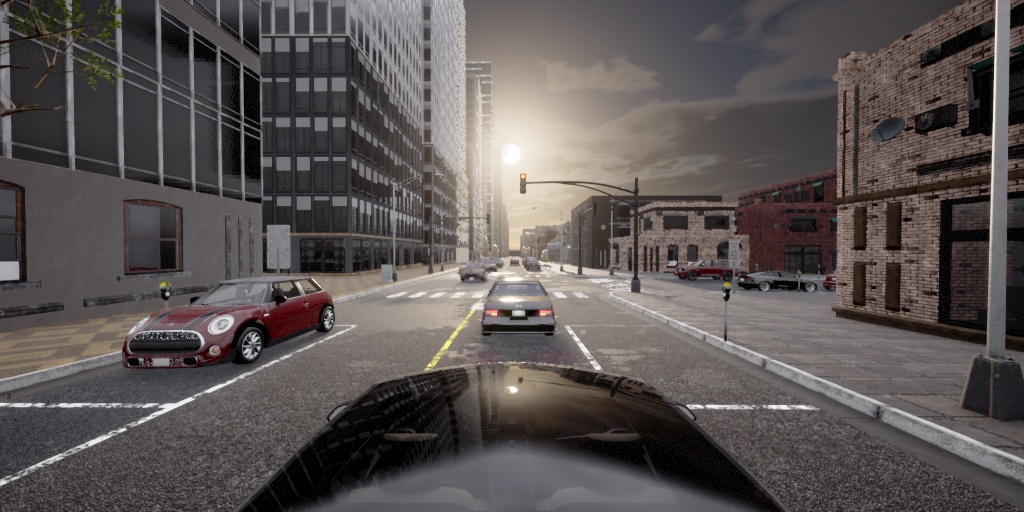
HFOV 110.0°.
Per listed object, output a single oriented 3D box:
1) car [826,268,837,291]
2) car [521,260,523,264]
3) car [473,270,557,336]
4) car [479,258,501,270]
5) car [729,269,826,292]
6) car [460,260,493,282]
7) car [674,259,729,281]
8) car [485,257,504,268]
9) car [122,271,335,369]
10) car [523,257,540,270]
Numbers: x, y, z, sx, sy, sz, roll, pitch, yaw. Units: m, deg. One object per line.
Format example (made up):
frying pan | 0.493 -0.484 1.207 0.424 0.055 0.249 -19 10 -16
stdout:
car | 22.097 1.473 22.403 4.097 1.591 1.967 0 0 1
car | 3.099 1.051 62.553 2.192 1.841 5.009 0 0 0
car | 0.158 1.295 10.350 2.033 1.411 5.357 0 0 0
car | -2.804 1.287 45.531 2.033 1.411 5.357 0 0 0
car | 16.550 1.546 22.512 4.313 1.339 1.948 0 0 1
car | -2.921 1.290 28.689 2.033 1.411 5.357 0 0 0
car | 16.713 1.164 30.889 5.009 1.841 2.192 0 0 1
car | -2.700 1.088 58.176 2.097 1.767 4.553 0 0 1
car | -5.654 1.188 7.786 1.967 1.591 4.097 0 0 0
car | 3.023 1.178 51.265 1.967 1.591 4.097 0 0 0
